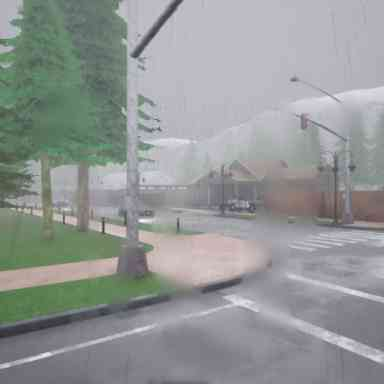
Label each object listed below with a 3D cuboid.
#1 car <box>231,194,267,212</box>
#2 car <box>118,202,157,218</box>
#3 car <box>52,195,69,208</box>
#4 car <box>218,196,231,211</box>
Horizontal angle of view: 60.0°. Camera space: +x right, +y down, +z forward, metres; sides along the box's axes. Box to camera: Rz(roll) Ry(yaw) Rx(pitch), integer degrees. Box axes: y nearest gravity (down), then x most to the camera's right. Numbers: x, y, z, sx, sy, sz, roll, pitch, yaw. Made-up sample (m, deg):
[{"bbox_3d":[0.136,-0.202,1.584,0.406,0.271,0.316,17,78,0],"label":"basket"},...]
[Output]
[{"bbox_3d":[6.683,1.158,35.064,4.605,1.855,1.932,0,0,-37],"label":"car"},{"bbox_3d":[-4.754,1.549,28.756,1.994,1.385,4.181,0,0,-37],"label":"car"},{"bbox_3d":[-19.513,1.336,47.995,2.097,1.767,4.553,0,0,-40],"label":"car"},{"bbox_3d":[4.866,1.160,36.844,3.866,1.878,1.905,0,0,-37],"label":"car"}]
